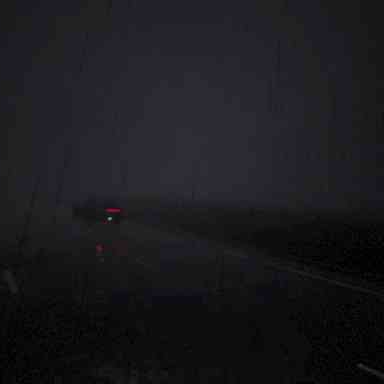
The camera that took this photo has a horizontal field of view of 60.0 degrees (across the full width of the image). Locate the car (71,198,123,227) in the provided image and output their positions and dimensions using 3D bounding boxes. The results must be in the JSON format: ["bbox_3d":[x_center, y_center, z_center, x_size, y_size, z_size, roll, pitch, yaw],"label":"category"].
[{"bbox_3d":[-5.661,1.119,19.555,2.128,1.511,4.902,2,1,-34],"label":"car"}]

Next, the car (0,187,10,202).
[{"bbox_3d":[-23.092,0.181,39.134,2.097,1.767,4.553,2,0,-34],"label":"car"}]

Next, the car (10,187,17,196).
[{"bbox_3d":[-32.110,-0.156,58.668,2.128,1.511,4.902,2,1,-34],"label":"car"}]
